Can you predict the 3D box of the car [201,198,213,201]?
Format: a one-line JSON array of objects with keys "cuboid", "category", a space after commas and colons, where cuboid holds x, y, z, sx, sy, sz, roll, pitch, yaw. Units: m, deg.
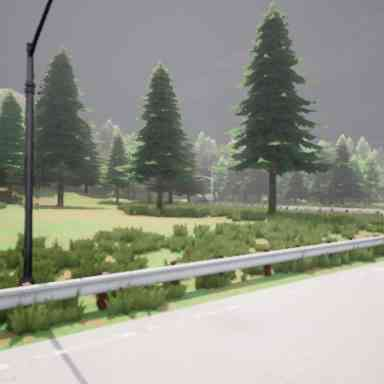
[{"cuboid": [2.927, 1.857, 64.064, 1.837, 1.490, 4.892, 1, -1, -34], "category": "car"}]
